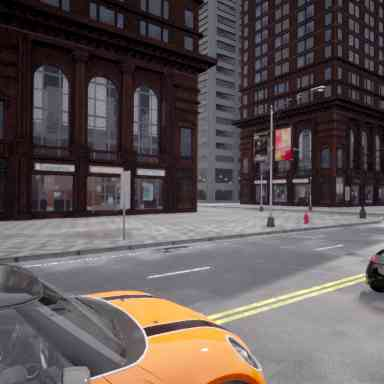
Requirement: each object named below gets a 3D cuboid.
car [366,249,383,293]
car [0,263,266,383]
[{"bbox_3d":[5.877,1.576,7.654,4.181,1.385,1.994,0,0,-35],"label":"car"},{"bbox_3d":[-1.550,1.352,2.334,4.553,1.767,2.097,0,0,-36],"label":"car"}]
